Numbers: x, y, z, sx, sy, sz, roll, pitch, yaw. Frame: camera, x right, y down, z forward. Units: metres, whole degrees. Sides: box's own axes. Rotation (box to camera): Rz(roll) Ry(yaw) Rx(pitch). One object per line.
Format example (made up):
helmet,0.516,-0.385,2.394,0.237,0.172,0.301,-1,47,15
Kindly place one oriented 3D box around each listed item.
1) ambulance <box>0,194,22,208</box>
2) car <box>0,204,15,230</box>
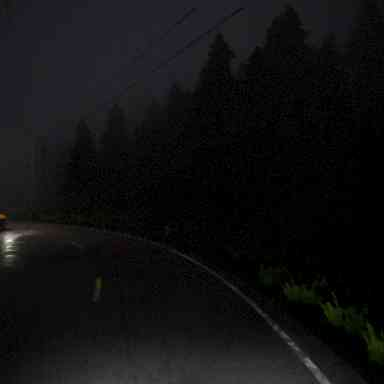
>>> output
ambulance,-32.780,1.556,60.110,6.366,2.431,2.351,-1,-1,44
car,-14.069,1.714,21.838,5.008,1.535,1.882,-1,-1,33
